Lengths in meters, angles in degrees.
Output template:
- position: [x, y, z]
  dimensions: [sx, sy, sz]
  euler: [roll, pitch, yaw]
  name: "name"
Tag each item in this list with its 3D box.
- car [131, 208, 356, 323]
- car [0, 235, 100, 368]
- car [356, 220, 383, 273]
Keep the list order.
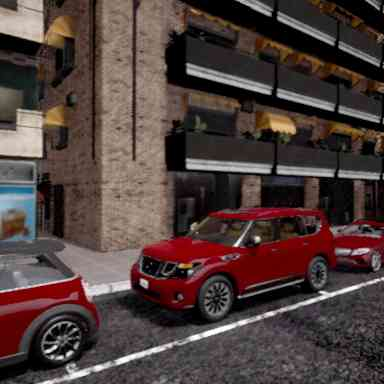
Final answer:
- position: [1.197, 1.321, 7.417]
  dimensions: [5.009, 1.841, 2.192]
  euler: [0, 0, -36]
  name: "car"
- position: [-3.389, 1.441, 4.140]
  dimensions: [4.097, 1.590, 1.967]
  euler: [0, 0, -36]
  name: "car"
- position: [5.782, 1.592, 10.695]
  dimensions: [4.206, 1.307, 1.802]
  euler: [0, 0, -36]
  name: "car"
